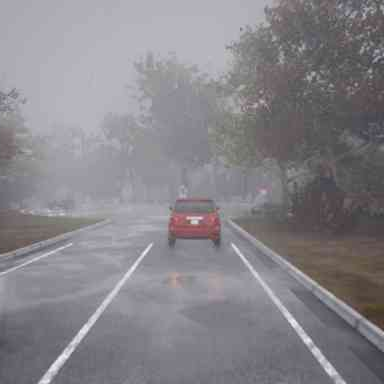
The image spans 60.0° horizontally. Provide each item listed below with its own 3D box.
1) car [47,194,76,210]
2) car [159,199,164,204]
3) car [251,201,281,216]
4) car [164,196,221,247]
[{"bbox_3d":[-17.482,1.285,44.884,2.150,2.045,5.566,0,-1,-1],"label":"car"},{"bbox_3d":[-3.647,1.588,61.692,4.892,1.490,1.837,0,0,-7],"label":"car"},{"bbox_3d":[7.835,1.608,32.814,4.181,1.385,1.994,0,0,-33],"label":"car"},{"bbox_3d":[0.102,1.243,15.325,2.150,2.045,5.566,0,0,0],"label":"car"}]
